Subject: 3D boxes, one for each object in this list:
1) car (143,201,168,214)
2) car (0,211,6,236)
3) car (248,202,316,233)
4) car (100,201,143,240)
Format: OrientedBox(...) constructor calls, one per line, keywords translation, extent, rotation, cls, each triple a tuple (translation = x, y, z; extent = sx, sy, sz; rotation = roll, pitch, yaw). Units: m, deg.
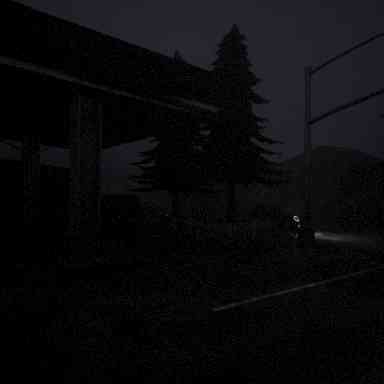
OrientedBox(translation=(-4.743, 1.698, 37.332), extent=(2.033, 1.411, 5.357), rotation=(1, 0, -35), cls="car")
OrientedBox(translation=(-11.718, 1.519, 18.431), extent=(2.242, 1.667, 4.611), rotation=(1, 0, -36), cls="car")
OrientedBox(translation=(5.941, 1.628, 22.313), extent=(2.097, 1.767, 4.553), rotation=(1, 0, -36), cls="car")
OrientedBox(translation=(-4.587, 1.445, 18.252), extent=(1.905, 1.878, 3.866), rotation=(1, 0, -36), cls="car")
